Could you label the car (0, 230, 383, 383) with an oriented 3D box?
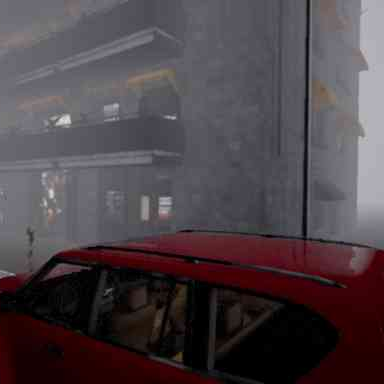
[{"bbox_3d":[-0.368,1.313,3.120,5.009,1.841,2.192,0,1,35],"label":"car"}]
